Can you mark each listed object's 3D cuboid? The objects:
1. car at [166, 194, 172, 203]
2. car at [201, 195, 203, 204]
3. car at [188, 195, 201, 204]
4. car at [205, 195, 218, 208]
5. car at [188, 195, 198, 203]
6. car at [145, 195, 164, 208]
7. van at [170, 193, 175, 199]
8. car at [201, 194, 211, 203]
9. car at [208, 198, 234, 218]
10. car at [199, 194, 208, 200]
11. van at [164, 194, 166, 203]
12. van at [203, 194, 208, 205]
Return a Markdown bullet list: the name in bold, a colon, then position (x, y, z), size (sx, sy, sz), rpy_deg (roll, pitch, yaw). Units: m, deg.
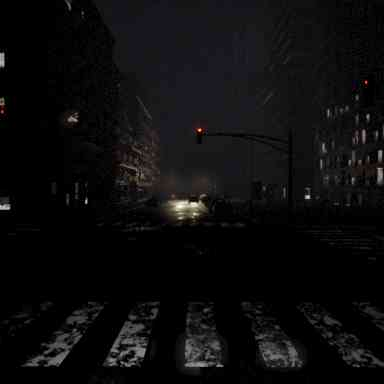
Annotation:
- **car**: position (-5.506, 1.467, 63.806), size (1.887, 1.381, 4.507), rpy_deg (-1, 0, 0)
- **car**: position (2.807, 1.488, 52.522), size (1.887, 1.381, 4.507), rpy_deg (-1, 0, 0)
- **car**: position (0.287, 1.433, 60.856), size (1.837, 1.490, 4.892), rpy_deg (0, 0, 0)
- **car**: position (2.753, 1.408, 35.584), size (1.967, 1.590, 4.097), rpy_deg (-1, 0, 0)
- **car**: position (0.243, 1.424, 71.058), size (2.128, 1.511, 4.902), rpy_deg (0, 0, 0)
- **car**: position (-5.558, 1.518, 46.869), size (1.947, 1.339, 4.313), rpy_deg (-1, 0, 0)
- **van**: position (-5.473, 1.239, 75.099), size (1.690, 1.788, 3.998), rpy_deg (-1, 0, 0)
- **car**: position (2.864, 1.351, 69.459), size (1.967, 1.590, 4.097), rpy_deg (-1, 0, 0)
- **car**: position (2.737, 1.520, 29.938), size (1.887, 1.381, 4.507), rpy_deg (-1, 0, 0)
- **car**: position (2.947, 1.309, 86.396), size (1.967, 1.590, 4.097), rpy_deg (-1, 0, 0)
- **van**: position (-5.544, 1.284, 52.514), size (1.690, 1.788, 3.998), rpy_deg (-1, 0, 0)
- **van**: position (2.787, 1.293, 46.876), size (1.690, 1.788, 3.998), rpy_deg (-1, 0, 0)
